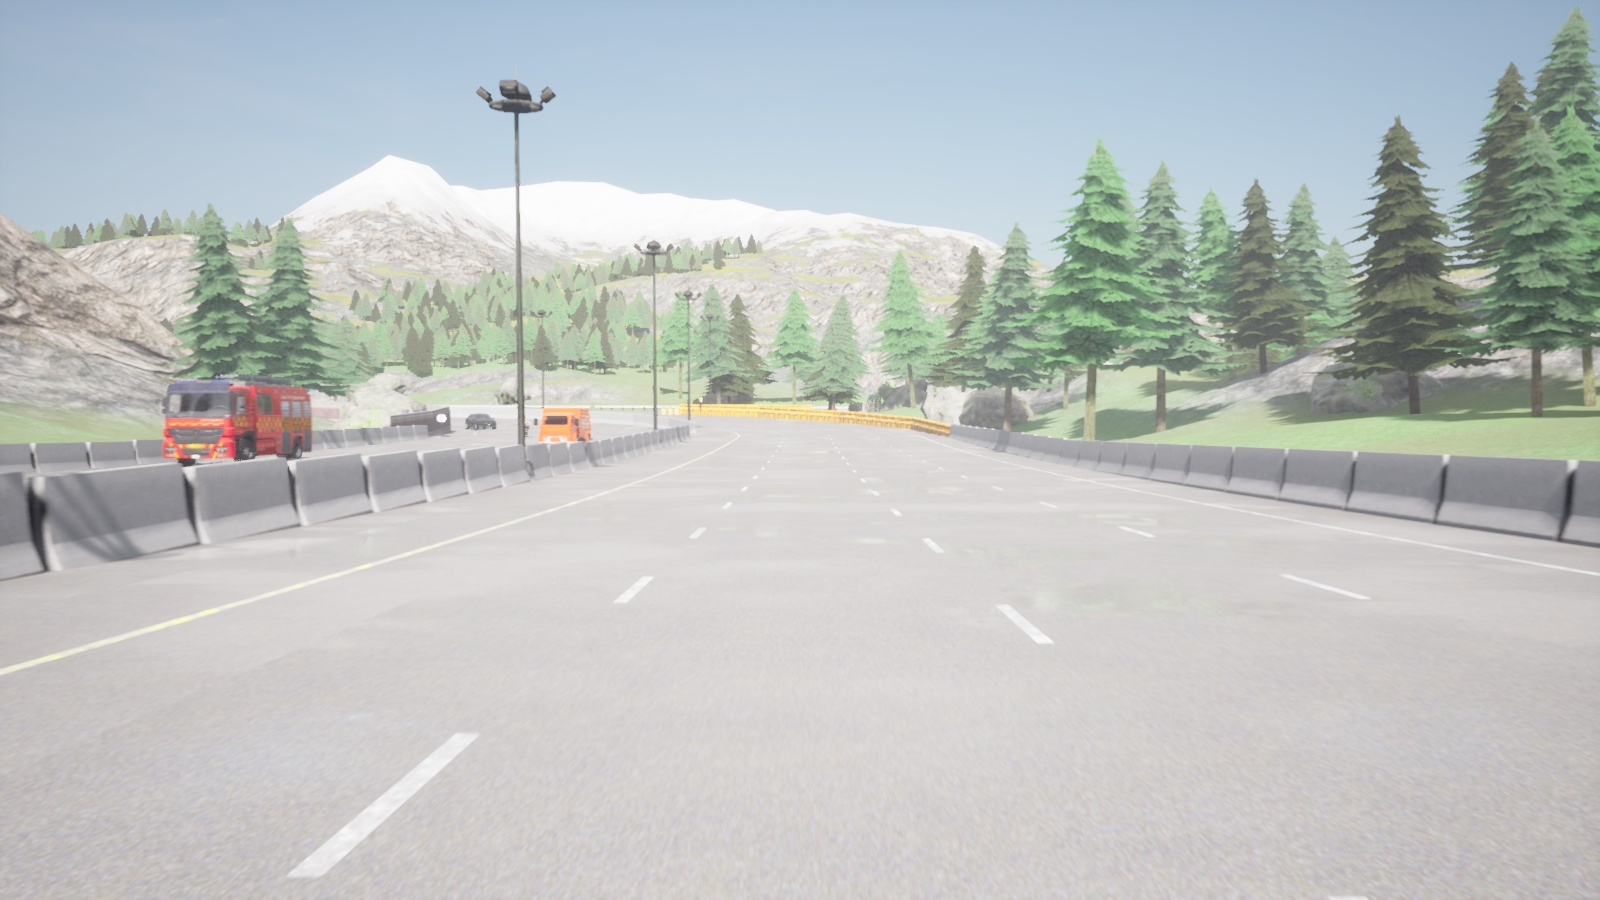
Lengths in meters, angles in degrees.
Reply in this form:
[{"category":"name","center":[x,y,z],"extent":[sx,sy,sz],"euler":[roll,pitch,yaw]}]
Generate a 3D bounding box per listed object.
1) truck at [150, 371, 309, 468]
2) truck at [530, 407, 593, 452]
[{"category":"truck","center":[-24.178,-1.321,53.829],"extent":[2.891,3.827,8.468],"euler":[0,2,0]},{"category":"truck","center":[-13.576,-1.218,71.822],"extent":[2.627,2.467,5.204],"euler":[0,2,0]}]
